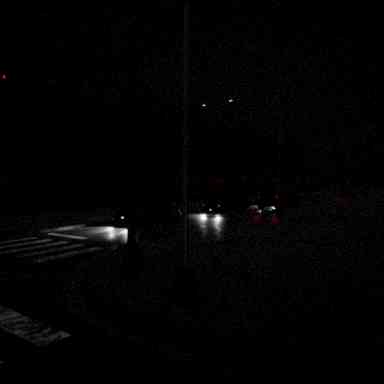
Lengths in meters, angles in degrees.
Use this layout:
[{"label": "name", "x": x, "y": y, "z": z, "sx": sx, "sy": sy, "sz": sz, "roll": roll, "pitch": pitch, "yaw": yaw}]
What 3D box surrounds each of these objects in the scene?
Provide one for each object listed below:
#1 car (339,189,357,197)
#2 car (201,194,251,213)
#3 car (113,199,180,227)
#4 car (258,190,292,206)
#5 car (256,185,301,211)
[{"label": "car", "x": 24.395, "y": 0.157, "z": 51.978, "sx": 1.895, "sy": 1.301, "sz": 4.718, "roll": 0, "pitch": 1, "yaw": 35}, {"label": "car", "x": 2.895, "y": 0.857, "z": 26.723, "sx": 2.033, "sy": 1.411, "sz": 5.357, "roll": 0, "pitch": 2, "yaw": 35}, {"label": "car", "x": -2.514, "y": 1.116, "z": 19.088, "sx": 1.994, "sy": 1.385, "sz": 4.181, "roll": 0, "pitch": 2, "yaw": 35}, {"label": "car", "x": 8.899, "y": 0.555, "z": 35.188, "sx": 1.837, "sy": 1.490, "sz": 4.892, "roll": 0, "pitch": 2, "yaw": 35}, {"label": "car", "x": 7.334, "y": 0.461, "z": 27.885, "sx": 2.150, "sy": 2.045, "sz": 5.566, "roll": 0, "pitch": 2, "yaw": 35}]
